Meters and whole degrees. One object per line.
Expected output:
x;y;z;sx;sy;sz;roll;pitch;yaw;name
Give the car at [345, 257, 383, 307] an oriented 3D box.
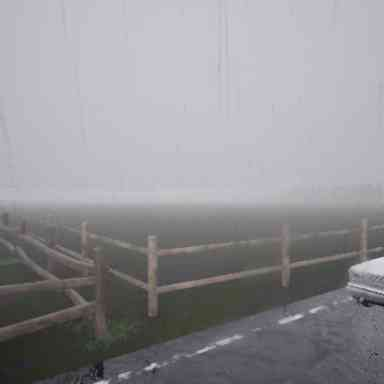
5.181;1.599;6.768;4.718;1.301;1.895;0;0;-35;car
